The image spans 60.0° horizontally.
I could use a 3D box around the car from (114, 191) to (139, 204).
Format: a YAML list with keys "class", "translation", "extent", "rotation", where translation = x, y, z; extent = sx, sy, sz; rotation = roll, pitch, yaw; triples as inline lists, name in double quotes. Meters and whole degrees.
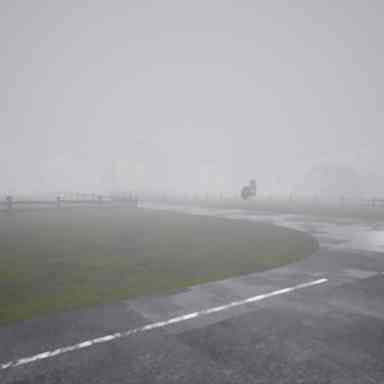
- class: "car"
  translation: [-8.930, 0.656, 44.640]
  extent: [2.097, 1.767, 4.553]
  rotation: [-1, 2, -35]
